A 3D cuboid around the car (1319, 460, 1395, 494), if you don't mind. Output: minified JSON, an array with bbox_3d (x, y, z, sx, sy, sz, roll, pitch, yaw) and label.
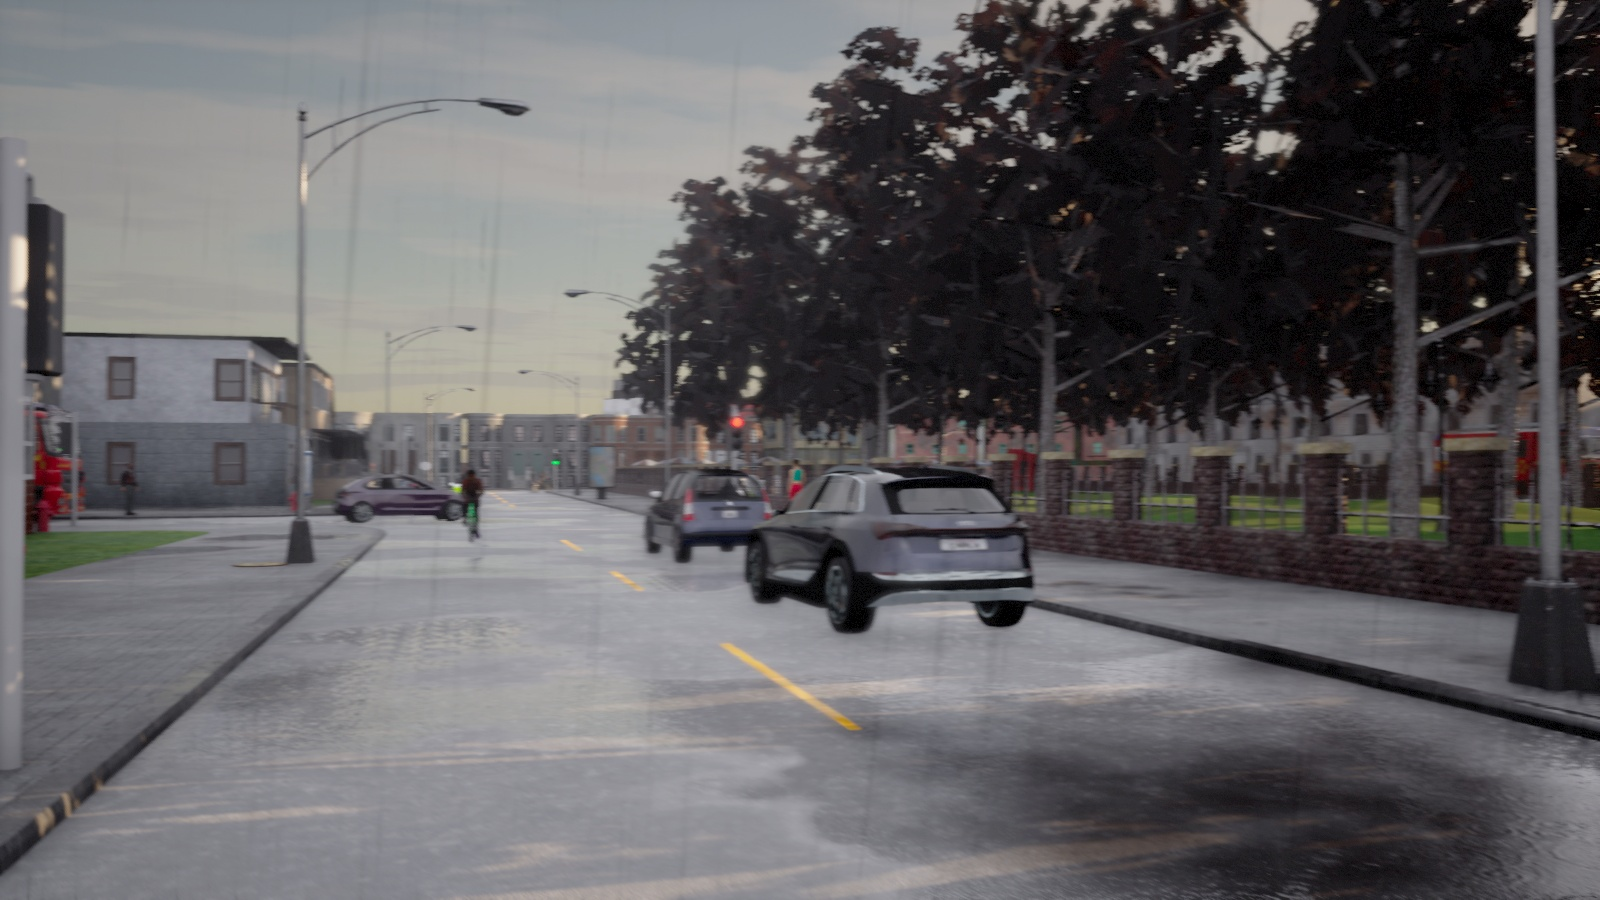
[{"bbox_3d":[31.490,1.509,71.144,1.905,1.878,3.866,0,-1,-16],"label":"car"}]

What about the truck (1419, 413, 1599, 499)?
[{"bbox_3d":[34.389,0.346,60.891,2.891,3.827,8.468,0,-1,-16],"label":"truck"}]

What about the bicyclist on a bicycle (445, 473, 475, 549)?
[{"bbox_3d":[-7.507,1.316,27.706,0.582,1.620,1.656,0,-1,-17],"label":"bicyclist on a bicycle"}]

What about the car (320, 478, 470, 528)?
[{"bbox_3d":[-12.712,1.629,39.480,4.193,1.474,1.816,0,-1,-30],"label":"car"}]

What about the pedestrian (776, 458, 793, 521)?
[{"bbox_3d":[-0.454,1.167,37.359,0.345,1.836,0.594,0,-1,-16],"label":"pedestrian"}]

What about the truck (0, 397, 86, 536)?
[{"bbox_3d":[-25.147,0.502,35.219,8.468,3.827,2.891,0,-1,-16],"label":"truck"}]

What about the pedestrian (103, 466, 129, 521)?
[{"bbox_3d":[-23.300,1.488,42.788,0.720,1.854,0.376,-1,-1,16],"label":"pedestrian"}]

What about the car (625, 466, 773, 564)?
[{"bbox_3d":[-1.960,1.128,23.168,1.851,1.617,3.988,0,-1,-18],"label":"car"}]

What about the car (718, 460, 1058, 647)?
[{"bbox_3d":[0.698,0.974,13.826,2.033,1.649,4.856,0,-1,-18],"label":"car"}]
